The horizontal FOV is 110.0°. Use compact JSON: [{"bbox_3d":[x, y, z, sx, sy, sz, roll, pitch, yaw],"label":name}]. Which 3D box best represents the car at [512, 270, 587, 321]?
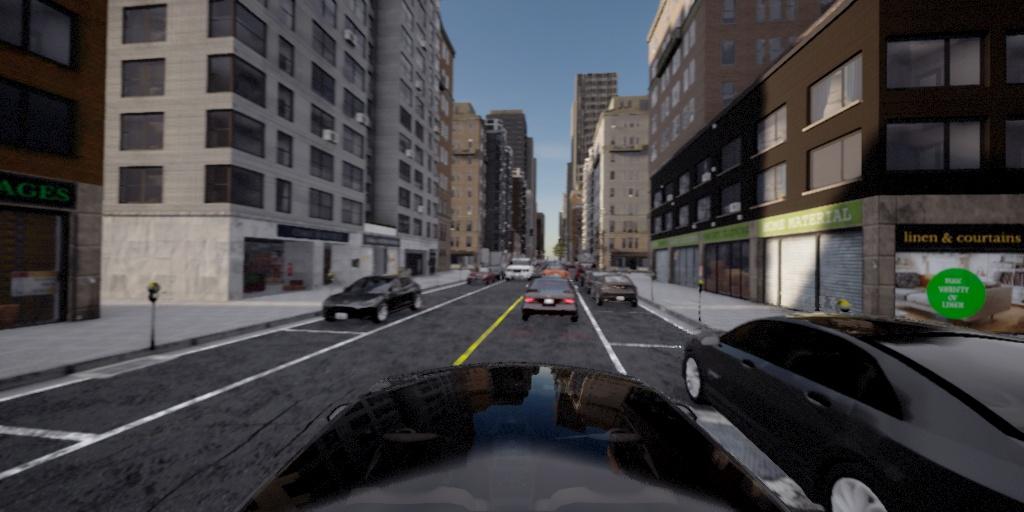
[{"bbox_3d":[1.410,1.408,13.055,2.033,1.411,5.357,1,0,7],"label":"car"}]

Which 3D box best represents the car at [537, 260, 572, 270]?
[{"bbox_3d":[3.331,1.357,27.910,2.097,1.767,4.553,1,0,7],"label":"car"}]

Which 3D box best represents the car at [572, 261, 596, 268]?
[{"bbox_3d":[6.766,1.410,33.074,2.192,1.841,5.009,0,0,7],"label":"car"}]

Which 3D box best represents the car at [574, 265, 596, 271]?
[{"bbox_3d":[6.058,1.608,27.596,1.948,1.339,4.313,0,0,7],"label":"car"}]

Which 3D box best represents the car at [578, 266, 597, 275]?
[{"bbox_3d":[5.351,1.539,22.118,2.007,1.370,4.403,0,0,7],"label":"car"}]

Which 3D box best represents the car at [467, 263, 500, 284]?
[{"bbox_3d":[-2.397,1.512,28.681,1.802,1.307,4.207,0,0,7],"label":"car"}]

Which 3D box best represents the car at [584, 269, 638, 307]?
[{"bbox_3d":[4.644,1.485,16.641,2.007,1.370,4.403,0,0,7],"label":"car"}]

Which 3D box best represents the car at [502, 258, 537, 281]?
[{"bbox_3d":[0.783,1.230,33.004,2.150,2.045,5.566,1,0,8],"label":"car"}]

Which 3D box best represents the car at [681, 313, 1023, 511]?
[{"bbox_3d":[3.244,1.314,3.481,1.837,1.490,4.892,1,0,7],"label":"car"}]

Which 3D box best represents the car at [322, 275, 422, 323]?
[{"bbox_3d":[-4.520,1.335,12.243,1.948,1.339,4.313,0,0,7],"label":"car"}]

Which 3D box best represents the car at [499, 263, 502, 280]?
[{"bbox_3d":[-1.690,1.550,34.161,1.948,1.339,4.313,0,0,7],"label":"car"}]
